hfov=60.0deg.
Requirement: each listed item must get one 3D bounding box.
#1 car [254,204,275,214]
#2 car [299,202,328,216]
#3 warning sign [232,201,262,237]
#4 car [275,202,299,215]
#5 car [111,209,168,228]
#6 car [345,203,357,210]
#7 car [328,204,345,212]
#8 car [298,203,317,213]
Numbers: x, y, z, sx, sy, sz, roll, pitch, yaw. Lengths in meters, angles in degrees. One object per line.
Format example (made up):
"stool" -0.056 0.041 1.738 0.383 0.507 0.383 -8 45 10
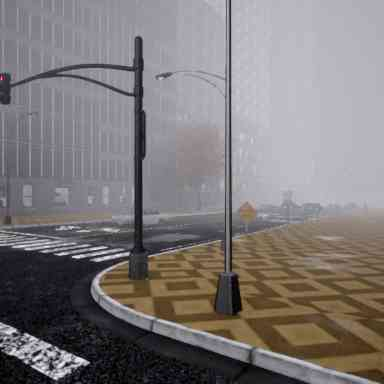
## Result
"car" 10.642 2.388 47.802 2.033 1.411 5.357 0 -1 33
"car" 16.103 2.195 43.988 2.097 1.767 4.553 0 -1 31
"warning sign" 3.066 1.454 18.581 1.300 1.860 1.060 1 1 33
"car" 13.725 2.205 46.402 2.097 1.767 4.553 0 -1 33
"car" -3.893 1.962 25.265 1.895 1.301 4.718 0 -1 33
"car" 31.341 2.837 65.801 1.812 1.442 4.674 0 -1 33
"car" 23.736 2.640 55.889 2.033 1.411 5.357 0 -1 33
"car" 19.048 2.533 54.781 1.837 1.490 4.892 0 -1 33
